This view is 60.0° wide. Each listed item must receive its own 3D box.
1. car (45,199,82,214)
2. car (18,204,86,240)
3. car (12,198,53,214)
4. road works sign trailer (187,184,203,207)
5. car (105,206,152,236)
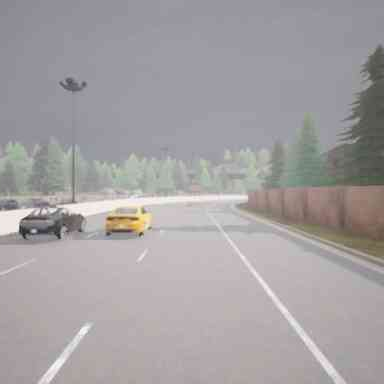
[{"bbox_3d":[-14.072,1.571,36.769,2.033,1.411,5.357,0,0,0],"label":"car"},{"bbox_3d":[-6.902,1.502,16.940,2.128,1.511,4.902,0,0,0],"label":"car"},{"bbox_3d":[-17.546,1.515,36.953,2.128,1.511,4.902,0,0,1],"label":"car"},{"bbox_3d":[0.563,0.497,52.306,2.380,3.560,2.880,0,0,10],"label":"road works sign trailer"},{"bbox_3d":[-3.401,1.489,18.518,1.882,1.535,5.008,0,0,0],"label":"car"}]
